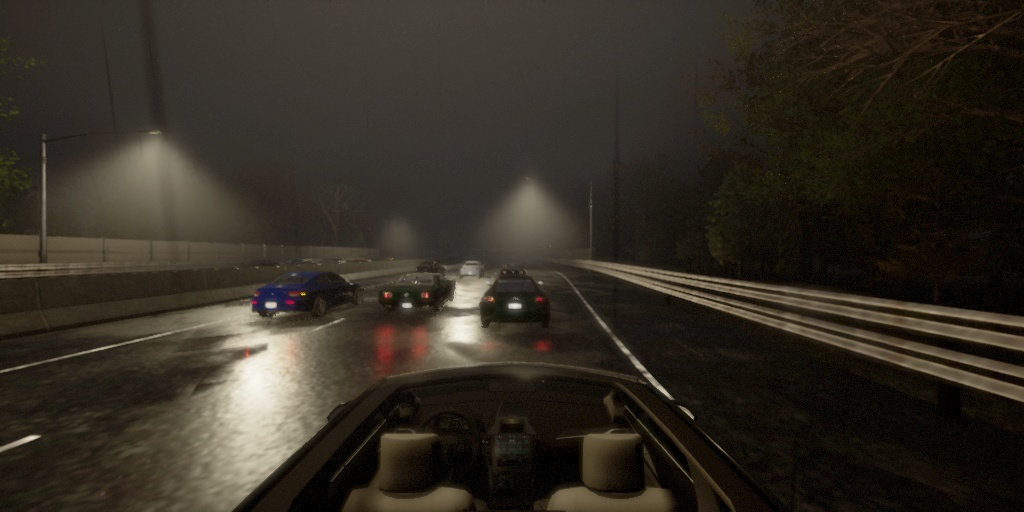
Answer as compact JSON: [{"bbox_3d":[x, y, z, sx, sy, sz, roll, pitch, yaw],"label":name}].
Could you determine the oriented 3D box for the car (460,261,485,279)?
[{"bbox_3d":[-3.421,1.184,31.568,1.812,1.442,4.674,0,0,0],"label":"car"}]

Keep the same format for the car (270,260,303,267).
[{"bbox_3d":[-24.595,1.183,40.995,2.033,1.411,5.357,0,0,0],"label":"car"}]

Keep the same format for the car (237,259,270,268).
[{"bbox_3d":[-28.017,1.115,39.713,1.882,1.535,5.008,0,0,-1],"label":"car"}]

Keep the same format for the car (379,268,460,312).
[{"bbox_3d":[-3.409,1.311,13.902,1.895,1.301,4.718,0,0,0],"label":"car"}]

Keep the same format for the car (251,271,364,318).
[{"bbox_3d":[-6.916,1.239,12.609,1.812,1.442,4.674,0,0,0],"label":"car"}]

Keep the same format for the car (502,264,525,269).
[{"bbox_3d":[0.087,1.266,28.973,1.895,1.301,4.718,0,0,0],"label":"car"}]

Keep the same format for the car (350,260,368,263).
[{"bbox_3d":[-17.598,1.160,41.051,1.812,1.442,4.674,0,0,0],"label":"car"}]

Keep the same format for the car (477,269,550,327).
[{"bbox_3d":[0.084,1.282,11.461,1.994,1.385,4.181,0,0,0],"label":"car"}]

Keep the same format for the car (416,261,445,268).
[{"bbox_3d":[-6.913,1.166,30.556,1.837,1.490,4.892,0,0,0],"label":"car"}]

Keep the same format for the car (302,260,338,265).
[{"bbox_3d":[-21.098,1.183,40.980,2.033,1.411,5.357,0,0,0],"label":"car"}]
